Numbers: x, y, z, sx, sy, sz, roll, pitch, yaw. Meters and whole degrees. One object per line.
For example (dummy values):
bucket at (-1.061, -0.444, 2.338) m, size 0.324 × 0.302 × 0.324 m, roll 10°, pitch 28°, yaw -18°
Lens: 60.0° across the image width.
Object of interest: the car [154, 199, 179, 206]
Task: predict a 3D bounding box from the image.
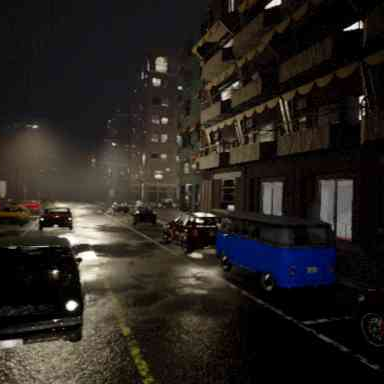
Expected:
car at (-4.465, 1.864, 56.993) m, size 4.403 × 1.369 × 2.008 m, roll 1°, pitch 0°, yaw -21°

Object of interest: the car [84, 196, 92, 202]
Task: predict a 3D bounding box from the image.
car at (-26.853, 1.805, 86.049) m, size 1.947 × 1.339 × 4.313 m, roll 2°, pitch -1°, yaw -21°

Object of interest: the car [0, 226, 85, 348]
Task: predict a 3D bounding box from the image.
car at (-3.041, 1.582, 6.218) m, size 1.895 × 1.301 × 4.718 m, roll 2°, pitch -1°, yaw -21°

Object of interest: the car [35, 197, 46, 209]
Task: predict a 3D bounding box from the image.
car at (-15.532, 1.454, 32.105) m, size 1.887 × 1.381 × 4.507 m, roll 2°, pitch -1°, yaw -21°

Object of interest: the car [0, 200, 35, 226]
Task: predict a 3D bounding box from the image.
car at (-11.580, 1.429, 21.587) m, size 1.752 × 1.417 × 4.829 m, roll 2°, pitch -1°, yaw -21°

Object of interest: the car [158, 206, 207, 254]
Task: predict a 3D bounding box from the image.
car at (0.095, 1.603, 14.334) m, size 1.967 × 1.590 × 4.097 m, roll 2°, pitch -1°, yaw -21°

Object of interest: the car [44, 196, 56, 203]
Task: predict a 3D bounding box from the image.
car at (-28.868, 1.518, 67.593) m, size 1.947 × 1.339 × 4.313 m, roll 2°, pitch -1°, yaw -21°

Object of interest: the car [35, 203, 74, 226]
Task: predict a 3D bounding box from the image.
car at (-8.325, 1.588, 20.563) m, size 1.895 × 1.301 × 4.718 m, roll 2°, pitch -1°, yaw -21°

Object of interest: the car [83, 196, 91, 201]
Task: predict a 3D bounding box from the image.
car at (-28.854, 1.775, 91.378) m, size 1.752 × 1.417 × 4.829 m, roll 2°, pitch -1°, yaw -21°

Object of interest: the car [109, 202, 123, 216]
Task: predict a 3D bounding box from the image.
car at (-7.692, 1.722, 35.050) m, size 2.008 × 1.369 × 4.403 m, roll 2°, pitch -1°, yaw -21°

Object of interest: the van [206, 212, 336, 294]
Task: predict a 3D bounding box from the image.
van at (2.044, 1.504, 9.156) m, size 1.690 × 1.788 × 3.998 m, roll 2°, pitch -1°, yaw -21°

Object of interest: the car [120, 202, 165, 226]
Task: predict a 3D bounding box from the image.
car at (-3.799, 1.716, 24.691) m, size 2.008 × 1.369 × 4.403 m, roll 2°, pitch -1°, yaw -21°

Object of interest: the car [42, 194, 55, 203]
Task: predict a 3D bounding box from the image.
car at (-26.918, 1.259, 62.426) m, size 2.192 × 1.841 × 5.009 m, roll 2°, pitch -1°, yaw -21°

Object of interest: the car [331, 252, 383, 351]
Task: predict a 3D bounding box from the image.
car at (3.982, 1.744, 3.975) m, size 1.802 × 1.307 × 4.206 m, roll 2°, pitch -1°, yaw -21°
